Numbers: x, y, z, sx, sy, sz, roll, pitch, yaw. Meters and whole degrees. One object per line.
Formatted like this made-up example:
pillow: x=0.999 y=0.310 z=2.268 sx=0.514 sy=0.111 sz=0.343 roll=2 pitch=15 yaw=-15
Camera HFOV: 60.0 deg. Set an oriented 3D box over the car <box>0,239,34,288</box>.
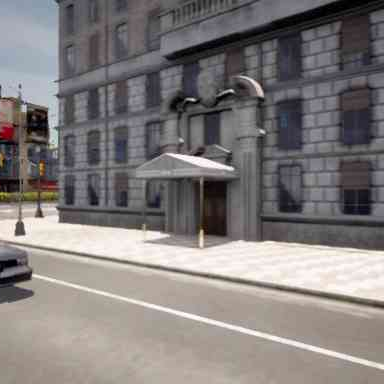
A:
car: x=-6.079 y=1.565 z=8.202 sx=5.357 sy=1.411 sz=2.033 roll=0 pitch=0 yaw=35
